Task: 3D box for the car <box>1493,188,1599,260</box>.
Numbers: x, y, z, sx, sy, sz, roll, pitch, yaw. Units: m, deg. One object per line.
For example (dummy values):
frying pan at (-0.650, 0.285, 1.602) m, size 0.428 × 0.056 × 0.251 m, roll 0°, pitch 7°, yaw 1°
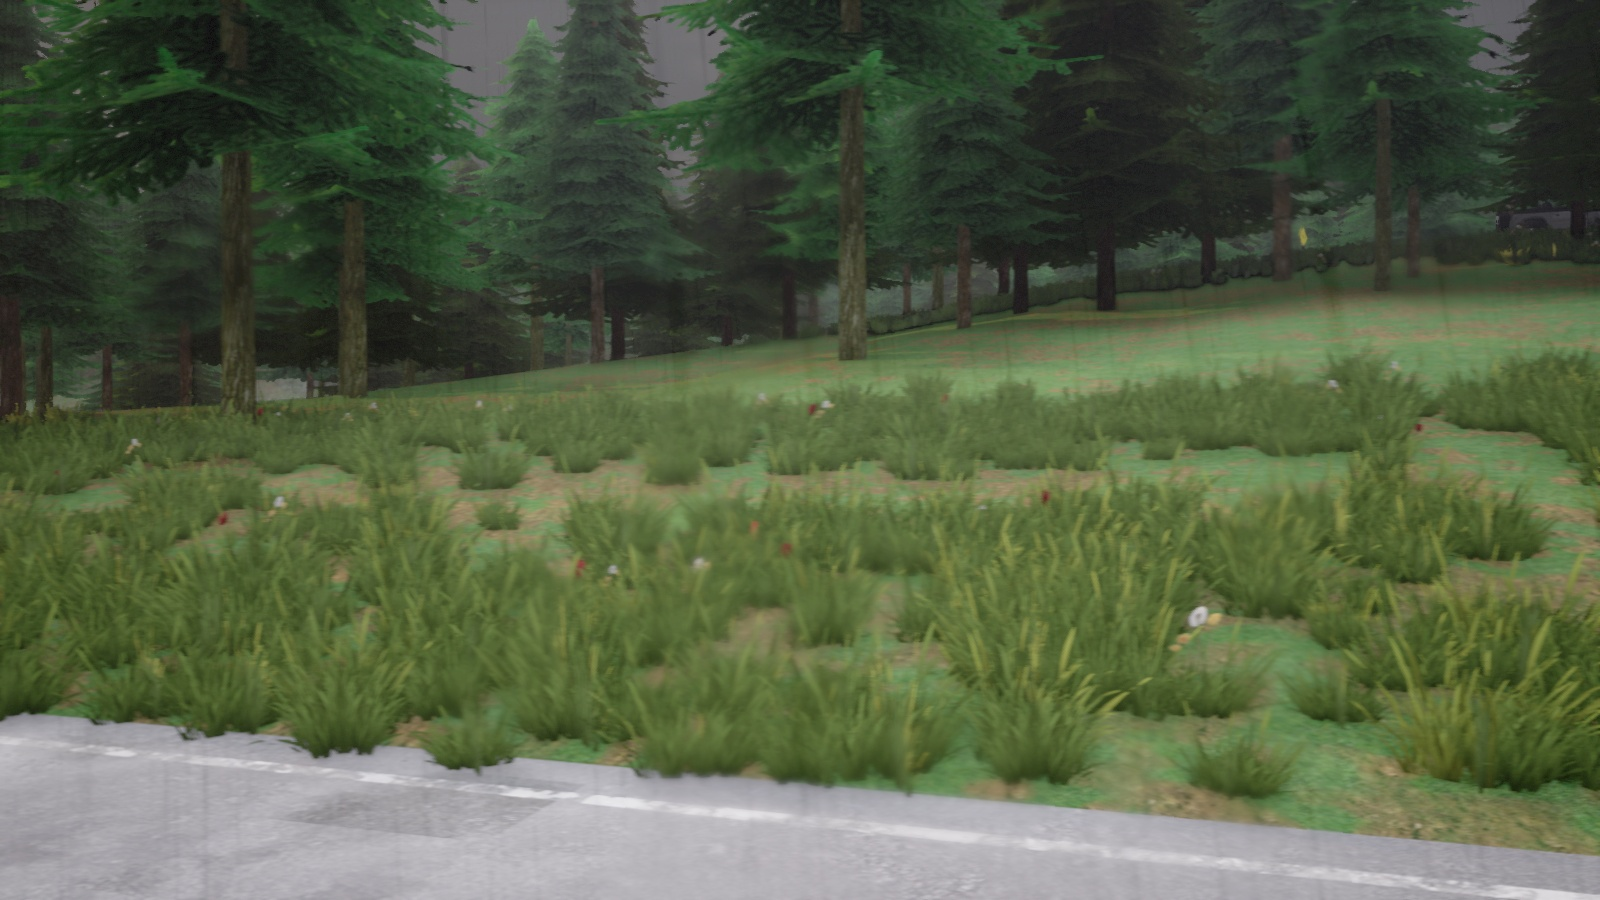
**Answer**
car at (24.322, -7.160, 39.817) m, size 3.866 × 1.878 × 1.905 m, roll 0°, pitch 1°, yaw 21°
